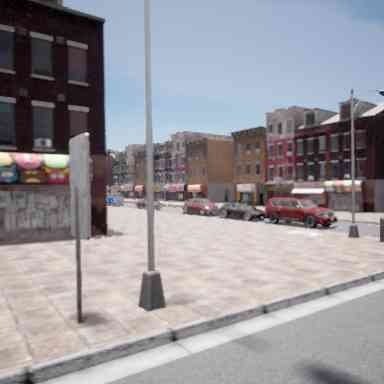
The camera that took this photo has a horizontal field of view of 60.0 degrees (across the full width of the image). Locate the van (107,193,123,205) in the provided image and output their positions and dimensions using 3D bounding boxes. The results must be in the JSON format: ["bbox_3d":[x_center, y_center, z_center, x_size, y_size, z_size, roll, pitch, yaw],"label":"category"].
[{"bbox_3d":[-11.557,1.005,49.024,1.690,1.788,3.998,-1,1,-35],"label":"van"}]

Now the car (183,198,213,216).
[{"bbox_3d":[0.949,1.346,31.403,1.967,1.590,4.097,-1,1,-35],"label":"car"}]

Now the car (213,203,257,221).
[{"bbox_3d":[4.075,1.536,27.000,1.947,1.339,4.313,-1,1,-35],"label":"car"}]

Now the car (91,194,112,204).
[{"bbox_3d":[-14.586,1.134,53.293,1.752,1.417,4.829,-1,1,-35],"label":"car"}]

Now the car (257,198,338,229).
[{"bbox_3d":[7.202,1.350,22.591,2.192,1.841,5.009,-1,1,-35],"label":"car"}]

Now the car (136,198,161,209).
[{"bbox_3d":[-5.304,1.365,40.216,1.802,1.307,4.206,-1,1,-35],"label":"car"}]
